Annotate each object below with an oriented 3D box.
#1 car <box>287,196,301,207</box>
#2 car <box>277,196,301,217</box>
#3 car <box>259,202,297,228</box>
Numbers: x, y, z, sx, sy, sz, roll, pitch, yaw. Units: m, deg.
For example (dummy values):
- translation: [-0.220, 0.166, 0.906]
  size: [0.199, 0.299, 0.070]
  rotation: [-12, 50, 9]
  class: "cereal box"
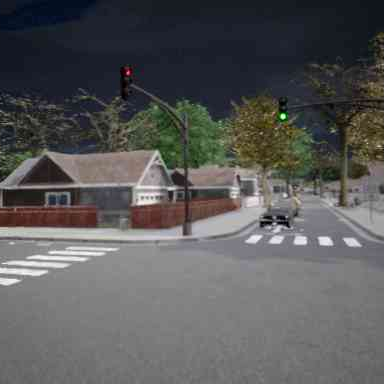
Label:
- translation: [15.229, 1.374, 49.550]
  size: [1.837, 1.490, 4.892]
  rotation: [-1, 0, 20]
  class: "car"
- translation: [8.551, 1.280, 30.257]
  size: [2.097, 1.767, 4.553]
  rotation: [-1, 0, 19]
  class: "car"
- translation: [5.613, 1.556, 21.762]
  size: [1.895, 1.301, 4.718]
  rotation: [-1, 0, 20]
  class: "car"
